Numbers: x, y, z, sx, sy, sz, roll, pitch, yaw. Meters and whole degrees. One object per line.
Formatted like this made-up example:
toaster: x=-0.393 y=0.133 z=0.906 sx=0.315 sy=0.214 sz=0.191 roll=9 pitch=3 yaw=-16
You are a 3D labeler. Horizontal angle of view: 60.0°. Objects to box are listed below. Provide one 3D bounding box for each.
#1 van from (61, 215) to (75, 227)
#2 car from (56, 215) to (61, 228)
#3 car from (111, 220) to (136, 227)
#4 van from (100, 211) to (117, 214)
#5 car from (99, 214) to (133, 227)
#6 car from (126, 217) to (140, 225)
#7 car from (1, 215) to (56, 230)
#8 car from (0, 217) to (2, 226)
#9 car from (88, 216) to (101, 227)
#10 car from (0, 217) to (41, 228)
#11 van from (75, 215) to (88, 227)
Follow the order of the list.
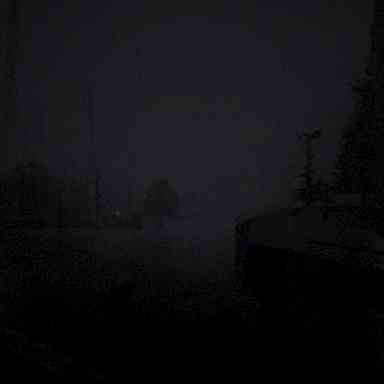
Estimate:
van: x=-21.492 y=4.582 z=52.335 sx=4.442 sy=1.987 sz=1.878 roll=0 pitch=-6 yaw=5
car: x=-23.058 y=4.520 z=49.599 sx=5.366 sy=1.575 sz=1.946 roll=0 pitch=-5 yaw=5
car: x=-14.063 y=6.533 z=68.718 sx=4.674 sy=1.452 sz=2.002 roll=0 pitch=-5 yaw=5
van: x=-23.239 y=7.248 z=92.502 sx=1.878 sy=1.987 sz=4.442 roll=0 pitch=1 yaw=10
car: x=-15.339 y=5.961 z=66.010 sx=5.566 sy=2.045 sz=2.435 roll=0 pitch=-5 yaw=5
car: x=-15.546 y=7.653 z=87.718 sx=2.163 sy=1.488 sz=4.792 roll=1 pitch=1 yaw=9
car: x=-18.263 y=3.529 z=37.460 sx=1.882 sy=1.535 sz=5.008 roll=-1 pitch=-6 yaw=22
car: x=-25.381 y=4.001 z=44.101 sx=4.674 sy=1.452 sz=2.002 roll=0 pitch=-5 yaw=5
car: x=-19.086 y=5.369 z=57.786 sx=4.892 sy=1.521 sz=2.231 roll=0 pitch=-5 yaw=5
car: x=-24.136 y=4.283 z=46.847 sx=4.674 sy=1.452 sz=2.002 roll=0 pitch=-6 yaw=5
van: x=-20.232 y=4.864 z=55.074 sx=4.442 sy=1.987 sz=1.878 roll=0 pitch=-6 yaw=5
